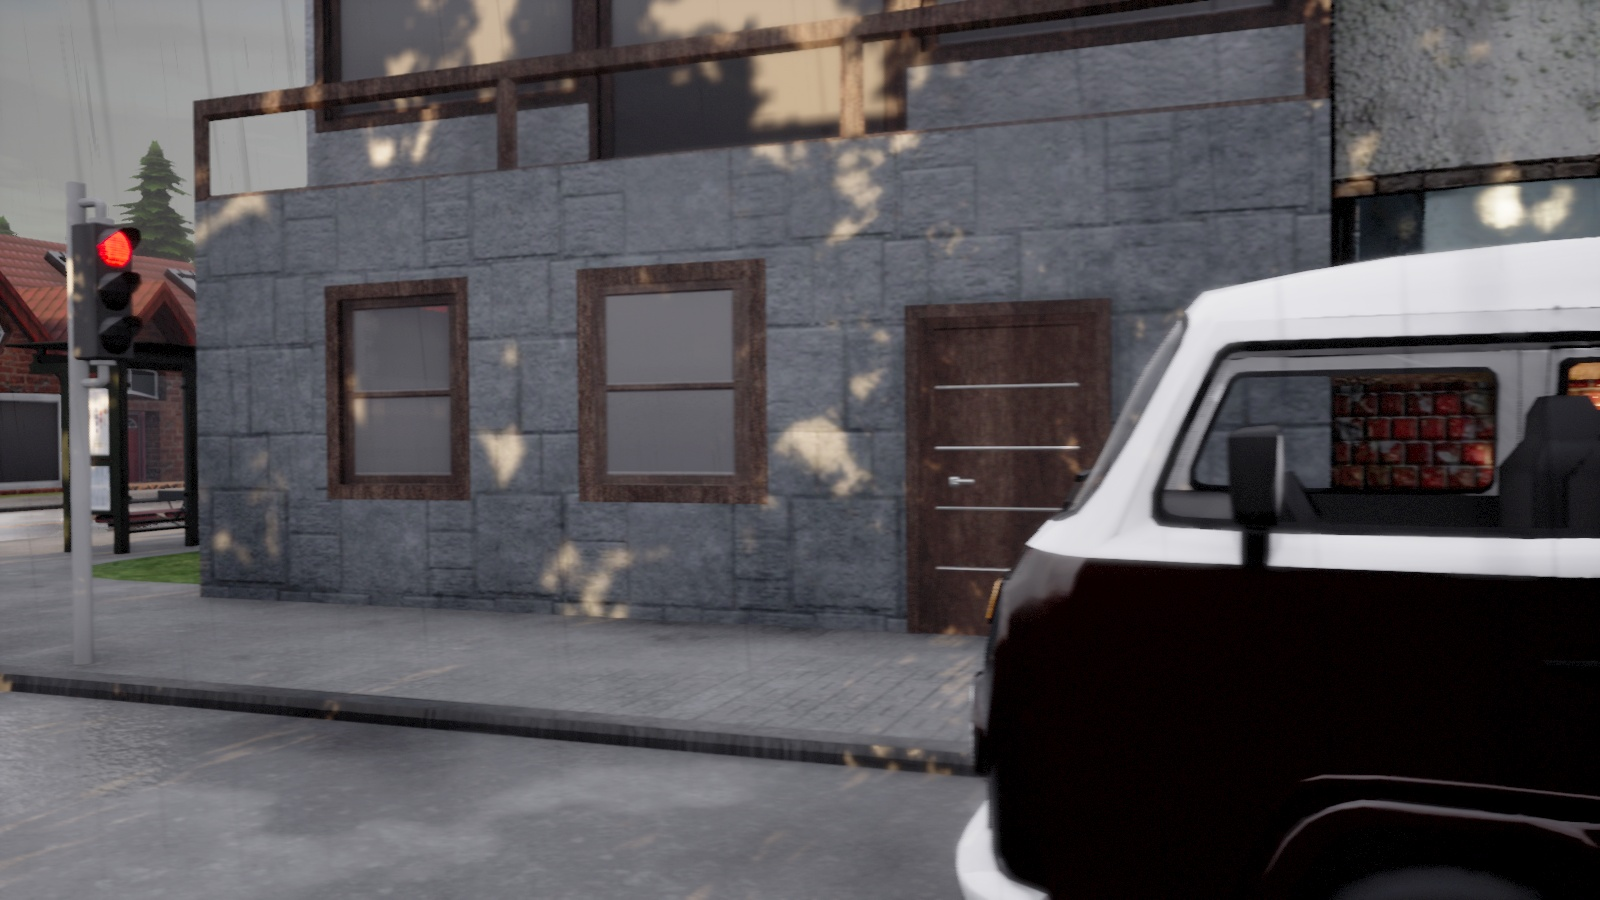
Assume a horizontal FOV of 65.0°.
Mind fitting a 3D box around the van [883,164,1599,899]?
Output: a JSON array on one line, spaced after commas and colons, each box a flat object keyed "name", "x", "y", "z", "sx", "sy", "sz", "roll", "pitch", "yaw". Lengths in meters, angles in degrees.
[{"name": "van", "x": 2.634, "y": 0.510, "z": 2.852, "sx": 4.480, "sy": 2.038, "sz": 2.069, "roll": 0, "pitch": 1, "yaw": 20}]
